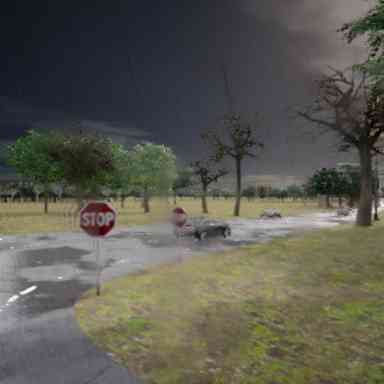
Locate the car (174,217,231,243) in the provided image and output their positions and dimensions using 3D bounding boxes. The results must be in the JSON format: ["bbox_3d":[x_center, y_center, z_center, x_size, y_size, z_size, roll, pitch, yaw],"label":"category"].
[{"bbox_3d":[0.805,2.410,22.083,2.128,1.511,4.902,0,-1,36],"label":"car"}]

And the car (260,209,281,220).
[{"bbox_3d":[11.711,3.257,49.156,1.812,1.442,4.674,0,-1,36],"label":"car"}]

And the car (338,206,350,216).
[{"bbox_3d":[29.876,3.942,65.689,2.033,1.411,5.357,0,-1,28],"label":"car"}]
